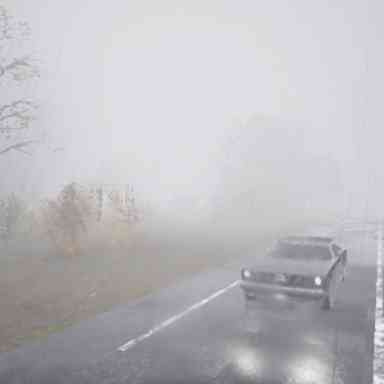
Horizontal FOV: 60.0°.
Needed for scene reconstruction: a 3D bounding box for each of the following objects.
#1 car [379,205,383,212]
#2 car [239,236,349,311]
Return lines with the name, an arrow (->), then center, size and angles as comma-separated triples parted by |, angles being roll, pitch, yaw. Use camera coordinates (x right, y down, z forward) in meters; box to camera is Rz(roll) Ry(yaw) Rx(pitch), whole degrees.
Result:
car -> 41.456, 3.469, 71.438 | 2.128, 1.511, 4.902 | -2, -3, 36
car -> 2.873, 1.878, 8.678 | 1.895, 1.301, 4.718 | -2, -2, 30
